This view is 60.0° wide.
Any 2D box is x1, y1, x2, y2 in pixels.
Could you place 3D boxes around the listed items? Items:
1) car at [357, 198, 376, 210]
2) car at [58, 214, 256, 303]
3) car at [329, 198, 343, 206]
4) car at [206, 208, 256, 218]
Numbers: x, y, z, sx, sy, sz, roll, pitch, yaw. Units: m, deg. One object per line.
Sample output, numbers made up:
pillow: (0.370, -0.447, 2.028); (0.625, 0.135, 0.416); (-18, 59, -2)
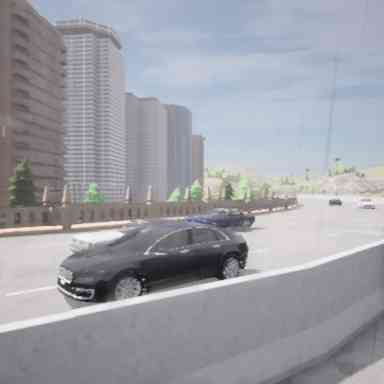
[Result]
car: (23.041, 1.531, 43.958); (1.812, 1.442, 4.674); (0, 0, 24)
car: (-0.666, 1.527, 8.113); (4.892, 1.490, 1.837); (0, 0, -39)
car: (23.488, 1.627, 54.485); (1.895, 1.301, 4.718); (0, 0, 19)
car: (1.651, 1.638, 19.427); (4.718, 1.301, 1.895); (0, 0, -45)
